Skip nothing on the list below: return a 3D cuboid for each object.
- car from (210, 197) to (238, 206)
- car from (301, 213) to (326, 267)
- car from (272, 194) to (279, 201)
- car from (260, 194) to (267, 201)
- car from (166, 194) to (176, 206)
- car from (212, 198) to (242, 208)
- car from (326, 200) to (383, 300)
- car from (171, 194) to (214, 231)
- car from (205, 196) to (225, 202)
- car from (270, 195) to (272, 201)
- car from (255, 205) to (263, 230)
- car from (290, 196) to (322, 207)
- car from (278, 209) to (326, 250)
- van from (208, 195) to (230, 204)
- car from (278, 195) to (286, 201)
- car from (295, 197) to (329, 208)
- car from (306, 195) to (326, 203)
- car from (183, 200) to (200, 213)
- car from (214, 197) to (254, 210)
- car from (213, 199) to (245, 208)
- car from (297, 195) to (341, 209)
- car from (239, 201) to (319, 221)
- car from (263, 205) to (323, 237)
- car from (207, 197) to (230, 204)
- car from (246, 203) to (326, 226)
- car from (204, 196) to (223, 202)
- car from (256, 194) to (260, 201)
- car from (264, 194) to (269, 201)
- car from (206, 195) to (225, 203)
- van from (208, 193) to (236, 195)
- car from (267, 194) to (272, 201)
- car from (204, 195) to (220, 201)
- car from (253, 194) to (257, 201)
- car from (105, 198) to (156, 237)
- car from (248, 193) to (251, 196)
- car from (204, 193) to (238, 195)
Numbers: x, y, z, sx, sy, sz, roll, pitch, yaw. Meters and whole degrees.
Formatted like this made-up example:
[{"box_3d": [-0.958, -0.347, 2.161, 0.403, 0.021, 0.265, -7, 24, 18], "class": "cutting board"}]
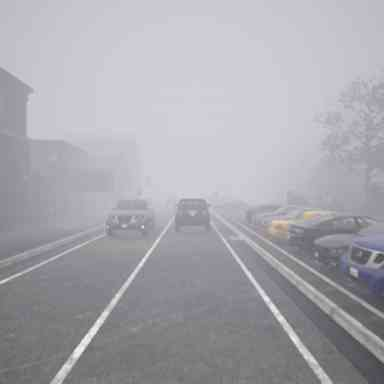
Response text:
[{"box_3d": [5.769, 1.778, 60.800, 4.892, 1.521, 2.231, 0, 0, 0], "class": "car"}, {"box_3d": [6.075, 1.529, 9.563, 5.008, 1.535, 2.097, 0, 0, 0], "class": "car"}, {"box_3d": [18.876, 1.525, 63.750, 5.566, 2.045, 2.435, 0, 0, 0], "class": "car"}, {"box_3d": [18.841, 1.655, 77.549, 4.553, 1.767, 2.185, 0, 0, 0], "class": "car"}, {"box_3d": [-3.600, 1.472, 61.698, 2.150, 2.045, 5.566, 0, 0, 0], "class": "car"}, {"box_3d": [5.794, 1.814, 55.234, 4.674, 1.452, 2.002, 0, 0, 0], "class": "car"}, {"box_3d": [6.041, 1.271, 6.737, 5.566, 2.045, 2.435, 0, 0, 0], "class": "car"}, {"box_3d": [0.027, 1.379, 21.752, 2.150, 2.045, 5.566, 0, 0, 0], "class": "car"}, {"box_3d": [5.717, 1.822, 83.067, 4.674, 1.452, 2.002, 0, 0, 0], "class": "car"}, {"box_3d": [19.025, 1.775, 66.535, 5.366, 1.575, 1.946, 0, 0, 0], "class": "car"}, {"box_3d": [6.071, 1.589, 18.040, 4.674, 1.452, 2.002, 0, 0, 0], "class": "car"}, {"box_3d": [18.902, 1.647, 55.395, 4.553, 1.767, 2.185, 0, 0, 0], "class": "car"}, {"box_3d": [6.064, 1.535, 12.388, 5.008, 1.535, 2.097, 0, 0, 0], "class": "car"}, {"box_3d": [5.636, 1.555, 69.149, 4.442, 1.987, 1.878, 0, 0, 0], "class": "van"}, {"box_3d": [18.824, 1.649, 60.840, 4.553, 1.767, 2.185, 0, 0, 0], "class": "car"}, {"box_3d": [18.909, 1.645, 52.611, 4.553, 1.767, 2.185, 0, 0, 0], "class": "car"}, {"box_3d": [18.863, 1.642, 46.915, 4.553, 1.767, 2.185, 0, 0, 0], "class": "car"}, {"box_3d": [-0.097, 1.788, 41.947, 1.994, 1.385, 4.181, 0, 0, 0], "class": "car"}, {"box_3d": [5.829, 1.810, 47.026, 4.674, 1.452, 2.002, 1, 0, 0], "class": "car"}, {"box_3d": [5.828, 1.802, 52.450, 4.792, 1.488, 2.163, 0, 0, 0], "class": "car"}, {"box_3d": [18.915, 1.518, 49.700, 5.566, 2.045, 2.435, 0, 0, 0], "class": "car"}, {"box_3d": [6.097, 1.592, 23.692, 4.792, 1.488, 2.163, 0, 0, 0], "class": "car"}, {"box_3d": [6.254, 1.539, 15.214, 5.366, 1.575, 1.946, 0, 0, 0], "class": "car"}, {"box_3d": [5.739, 1.783, 71.933, 4.892, 1.521, 2.231, 0, 0, 0], "class": "car"}, {"box_3d": [6.071, 1.596, 20.865, 4.674, 1.452, 2.002, 0, 0, 0], "class": "car"}, {"box_3d": [5.670, 1.809, 88.633, 4.792, 1.488, 2.163, 0, 0, 0], "class": "car"}, {"box_3d": [18.808, 1.783, 80.335, 4.892, 1.521, 2.231, 0, 0, 0], "class": "car"}, {"box_3d": [18.795, 1.809, 71.981, 4.792, 1.488, 2.163, 0, 0, 0], "class": "car"}, {"box_3d": [5.691, 1.657, 80.284, 4.553, 1.767, 2.185, 0, 0, 0], "class": "car"}, {"box_3d": [5.651, 1.552, 63.707, 4.442, 1.987, 1.878, 0, 0, 0], "class": "van"}, {"box_3d": [18.838, 1.779, 69.194, 5.008, 1.535, 2.097, 0, 0, 0], "class": "car"}, {"box_3d": [5.653, 1.649, 94.200, 4.553, 1.767, 2.185, 0, 0, 0], "class": "car"}, {"box_3d": [18.766, 1.529, 83.119, 5.566, 2.045, 2.435, 0, 0, 0], "class": "car"}, {"box_3d": [-3.411, 1.364, 19.487, 2.150, 2.045, 5.566, 0, 0, 0], "class": "car"}, {"box_3d": [18.766, 1.776, 91.475, 5.008, 1.535, 2.097, 0, 0, 0], "class": "car"}, {"box_3d": [5.732, 1.528, 66.366, 5.566, 2.045, 2.435, 0, 0, 0], "class": "car"}]
